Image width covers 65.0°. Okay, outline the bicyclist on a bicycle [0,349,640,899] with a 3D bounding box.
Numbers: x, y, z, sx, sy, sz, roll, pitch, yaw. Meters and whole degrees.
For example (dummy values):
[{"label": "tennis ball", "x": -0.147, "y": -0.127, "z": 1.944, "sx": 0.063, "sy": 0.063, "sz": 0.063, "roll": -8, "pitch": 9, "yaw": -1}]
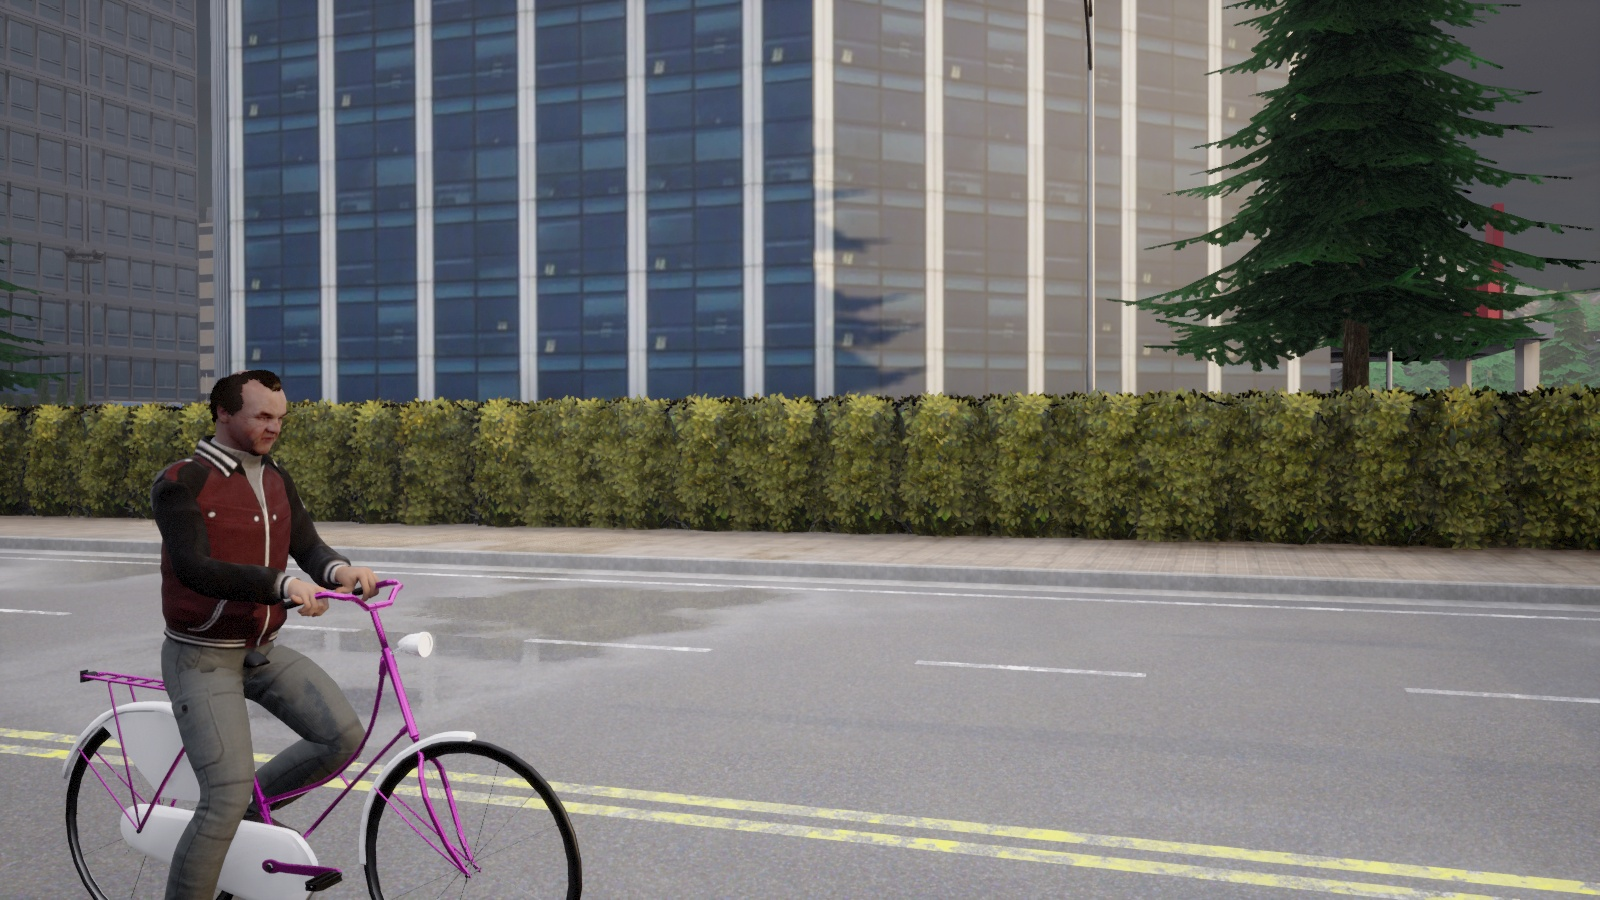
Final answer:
[{"label": "bicyclist on a bicycle", "x": -1.451, "y": 0.633, "z": 3.680, "sx": 1.843, "sy": 1.776, "sz": 0.659, "roll": 0, "pitch": 1, "yaw": 19}]
